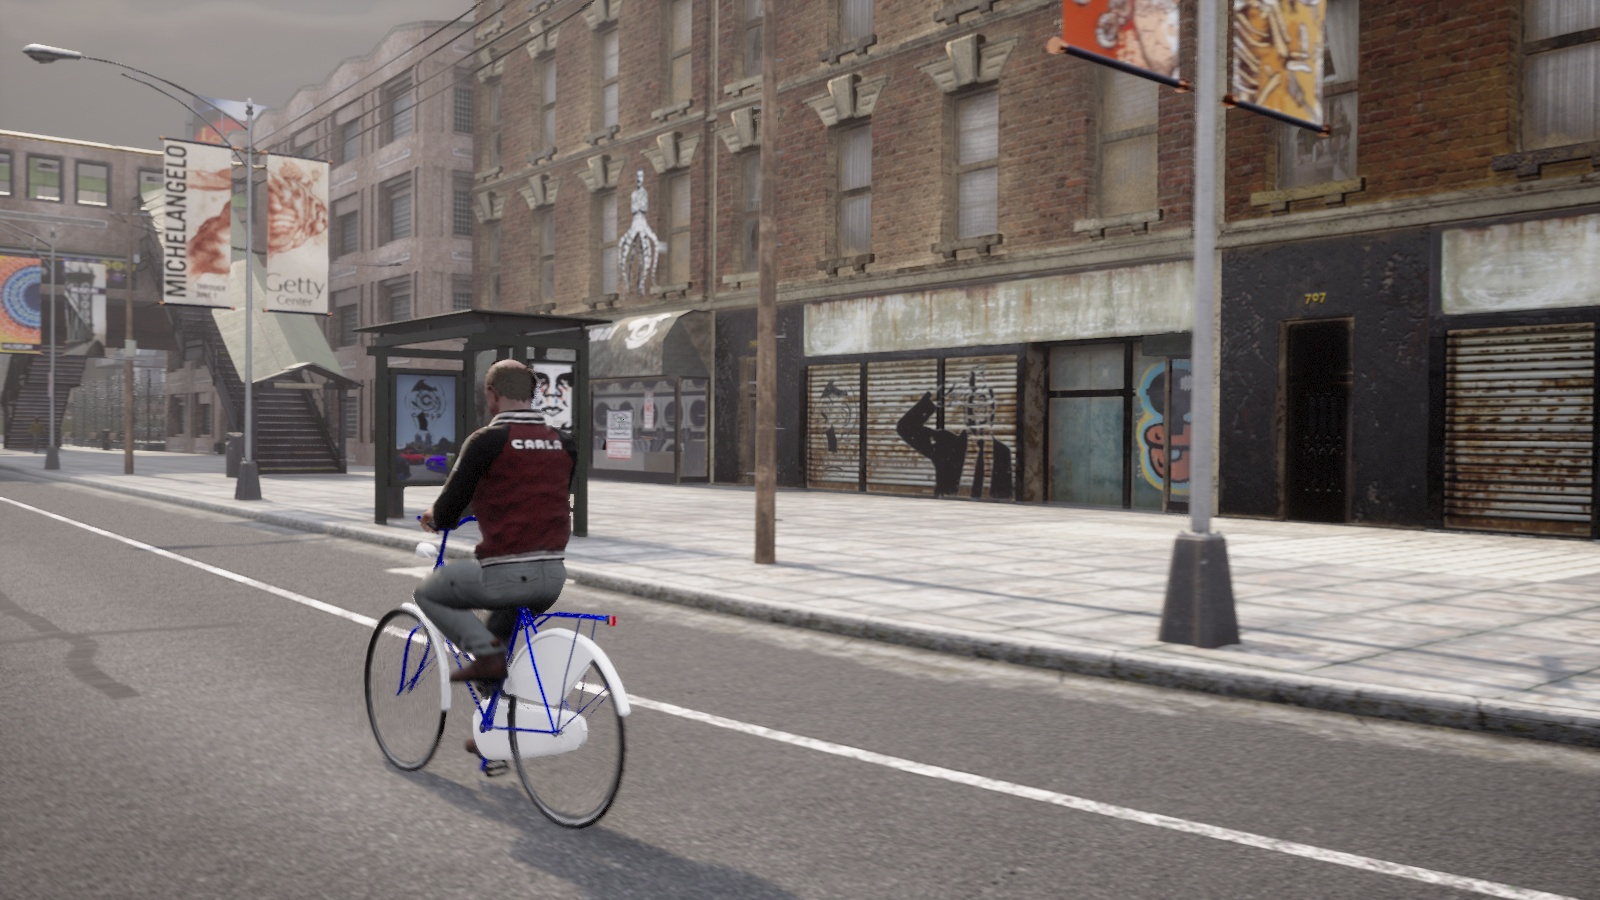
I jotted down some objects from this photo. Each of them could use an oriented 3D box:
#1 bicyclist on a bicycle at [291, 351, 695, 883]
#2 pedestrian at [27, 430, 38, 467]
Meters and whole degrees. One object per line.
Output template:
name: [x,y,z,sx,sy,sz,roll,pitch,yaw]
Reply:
bicyclist on a bicycle: [-1.296,0.549,5.050,1.843,1.776,0.659,0,1,42]
pedestrian: [-37.552,-0.075,61.464,0.370,1.835,0.726,-1,1,-37]
